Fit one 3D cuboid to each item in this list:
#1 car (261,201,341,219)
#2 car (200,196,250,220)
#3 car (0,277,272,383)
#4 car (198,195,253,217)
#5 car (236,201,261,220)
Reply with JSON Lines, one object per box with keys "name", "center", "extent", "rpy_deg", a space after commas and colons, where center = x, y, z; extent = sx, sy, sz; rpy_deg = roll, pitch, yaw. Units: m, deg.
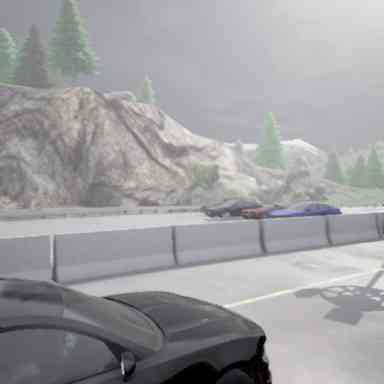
{"name": "car", "center": [6.944, 1.347, 20.367], "extent": [5.008, 1.535, 1.882], "rpy_deg": [0, 0, -28]}
{"name": "car", "center": [3.486, 1.323, 26.443], "extent": [5.008, 1.535, 1.882], "rpy_deg": [0, 0, -28]}
{"name": "car", "center": [-1.511, 1.467, 2.562], "extent": [5.008, 1.535, 1.882], "rpy_deg": [0, 0, -35]}
{"name": "car", "center": [3.004, 1.178, 30.134], "extent": [4.553, 1.767, 2.097], "rpy_deg": [0, 0, -28]}
{"name": "car", "center": [5.843, 1.454, 23.768], "extent": [4.718, 1.301, 1.895], "rpy_deg": [0, 0, -28]}
